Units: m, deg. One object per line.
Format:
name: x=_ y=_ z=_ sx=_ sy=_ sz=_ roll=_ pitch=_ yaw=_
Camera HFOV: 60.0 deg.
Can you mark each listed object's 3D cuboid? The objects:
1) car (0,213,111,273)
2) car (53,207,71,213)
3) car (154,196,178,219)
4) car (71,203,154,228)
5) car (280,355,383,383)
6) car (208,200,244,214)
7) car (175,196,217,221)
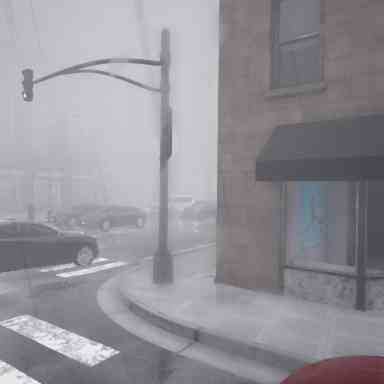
car: x=-5.085 y=1.553 z=9.864 sx=1.882 sy=1.535 sz=5.008 roll=1 pitch=-2 yaw=36
car: x=-7.630 y=1.569 z=23.420 sx=1.837 sy=1.490 sz=4.892 roll=1 pitch=0 yaw=35
car: x=-1.770 y=1.372 z=31.648 sx=2.150 sy=2.045 sz=5.566 roll=1 pitch=0 yaw=35
car: x=-4.979 y=1.616 z=21.541 sx=1.837 sy=1.490 sz=4.892 roll=1 pitch=0 yaw=35
car: x=2.417 y=1.545 z=1.229 sx=4.507 sy=1.381 sz=1.887 roll=0 pitch=1 yaw=35
car: x=4.201 y=1.731 z=40.007 sx=2.128 sy=1.511 sz=4.902 roll=1 pitch=0 yaw=36
car: x=0.924 y=1.550 z=29.822 sx=2.097 sy=1.767 sz=4.553 roll=1 pitch=0 yaw=36
